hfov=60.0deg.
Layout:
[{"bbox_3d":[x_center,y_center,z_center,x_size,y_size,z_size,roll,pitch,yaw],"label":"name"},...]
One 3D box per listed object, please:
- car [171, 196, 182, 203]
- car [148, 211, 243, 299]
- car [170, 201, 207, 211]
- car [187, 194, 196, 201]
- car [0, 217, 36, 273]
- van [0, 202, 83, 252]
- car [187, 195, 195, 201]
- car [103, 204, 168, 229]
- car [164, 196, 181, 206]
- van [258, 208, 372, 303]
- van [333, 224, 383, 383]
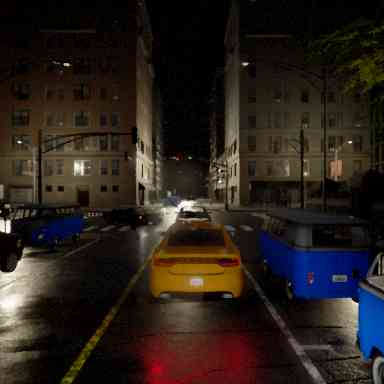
[{"bbox_3d":[-3.141,1.522,69.651,2.033,1.411,5.357,0,0,-1],"label":"car"},{"bbox_3d":[0.114,1.477,8.500,1.882,1.535,5.008,0,0,1],"label":"car"},{"bbox_3d":[0.075,1.486,17.919,2.128,1.511,4.902,0,0,0],"label":"car"},{"bbox_3d":[-0.227,1.339,79.387,2.097,1.767,4.553,0,0,-1],"label":"car"},{"bbox_3d":[-5.822,1.544,7.940,1.887,1.381,4.507,0,0,0],"label":"car"},{"bbox_3d":[-5.796,1.338,13.600,1.690,1.788,3.998,0,0,0],"label":"van"},{"bbox_3d":[-0.313,1.583,89.168,1.895,1.301,4.718,0,0,-1],"label":"car"},{"bbox_3d":[-3.942,1.580,21.834,1.895,1.301,4.718,0,0,-42],"label":"car"},{"bbox_3d":[-3.050,1.463,48.878,1.882,1.535,5.008,0,0,0],"label":"car"},{"bbox_3d":[2.704,1.340,7.912,1.690,1.788,3.998,0,0,0],"label":"van"},{"bbox_3d":[2.679,1.341,2.255,1.690,1.788,3.998,0,0,0],"label":"van"}]
